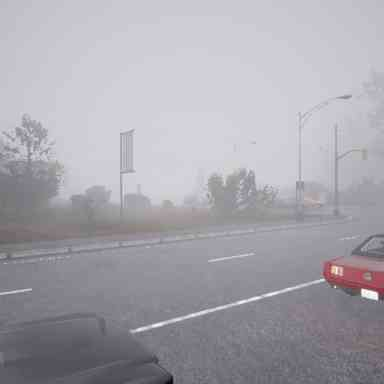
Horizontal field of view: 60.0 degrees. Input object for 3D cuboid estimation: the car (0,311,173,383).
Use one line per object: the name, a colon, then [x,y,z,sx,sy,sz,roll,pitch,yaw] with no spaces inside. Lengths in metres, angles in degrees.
car: [-2.394,1.601,2.028,4.718,1.301,1.895,0,0,-36]

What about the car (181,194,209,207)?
car: [0.522,1.163,48.041,2.097,1.767,4.553,-1,0,-39]

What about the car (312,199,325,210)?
car: [12.766,1.252,38.413,1.882,1.535,5.008,-1,0,-39]

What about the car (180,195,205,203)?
car: [0.018,1.276,65.724,2.033,1.411,5.357,-1,0,-38]

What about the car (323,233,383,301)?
car: [5.054,1.570,7.366,4.718,1.301,1.895,0,0,-36]

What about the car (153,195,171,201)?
car: [-6.714,1.330,73.992,1.895,1.301,4.718,-1,0,-38]

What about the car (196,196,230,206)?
car: [3.104,1.329,50.412,2.033,1.411,5.357,-1,0,-39]

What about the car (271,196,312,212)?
car: [10.141,1.403,36.090,1.895,1.301,4.718,-1,0,-39]
